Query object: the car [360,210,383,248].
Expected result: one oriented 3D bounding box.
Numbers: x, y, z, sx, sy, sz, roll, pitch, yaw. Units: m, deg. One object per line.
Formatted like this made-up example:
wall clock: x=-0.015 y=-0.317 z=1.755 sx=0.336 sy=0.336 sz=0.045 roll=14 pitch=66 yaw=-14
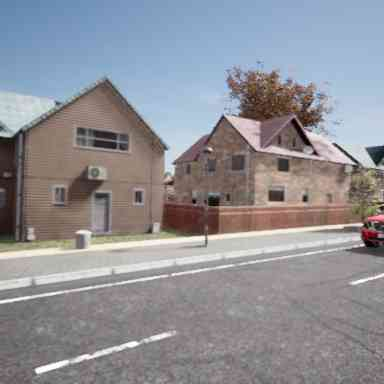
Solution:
car: x=9.591 y=1.363 z=14.328 sx=5.566 sy=2.045 sz=2.150 roll=1 pitch=0 yaw=-34
